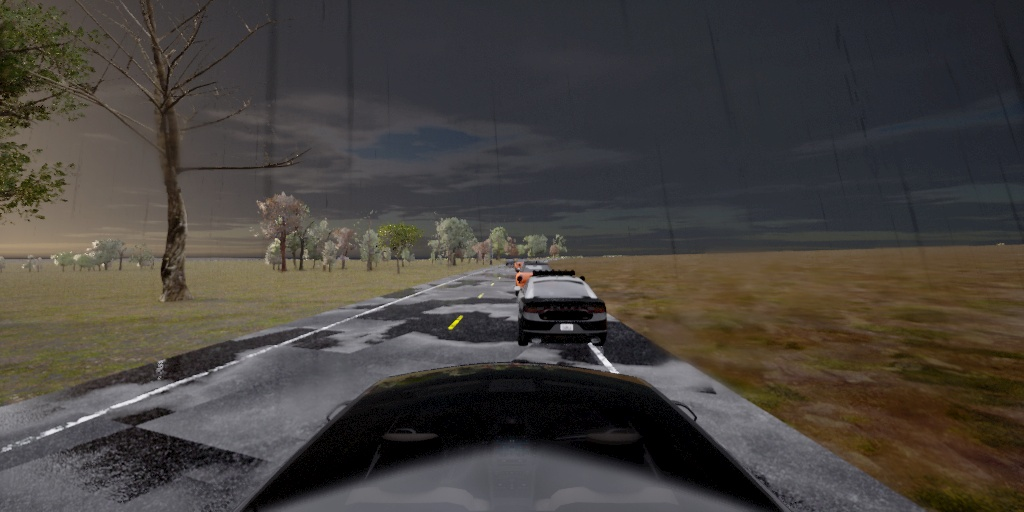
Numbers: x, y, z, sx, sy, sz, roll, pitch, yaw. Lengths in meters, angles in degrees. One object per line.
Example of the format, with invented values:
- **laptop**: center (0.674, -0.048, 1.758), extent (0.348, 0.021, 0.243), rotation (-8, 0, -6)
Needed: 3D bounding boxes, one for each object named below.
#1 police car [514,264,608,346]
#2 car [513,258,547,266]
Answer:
- **police car**: center (1.091, 1.183, 9.551), extent (1.930, 1.638, 5.238), rotation (0, 0, 1)
- **car**: center (1.251, 1.118, 19.376), extent (2.097, 1.767, 4.553), rotation (0, 0, 1)
